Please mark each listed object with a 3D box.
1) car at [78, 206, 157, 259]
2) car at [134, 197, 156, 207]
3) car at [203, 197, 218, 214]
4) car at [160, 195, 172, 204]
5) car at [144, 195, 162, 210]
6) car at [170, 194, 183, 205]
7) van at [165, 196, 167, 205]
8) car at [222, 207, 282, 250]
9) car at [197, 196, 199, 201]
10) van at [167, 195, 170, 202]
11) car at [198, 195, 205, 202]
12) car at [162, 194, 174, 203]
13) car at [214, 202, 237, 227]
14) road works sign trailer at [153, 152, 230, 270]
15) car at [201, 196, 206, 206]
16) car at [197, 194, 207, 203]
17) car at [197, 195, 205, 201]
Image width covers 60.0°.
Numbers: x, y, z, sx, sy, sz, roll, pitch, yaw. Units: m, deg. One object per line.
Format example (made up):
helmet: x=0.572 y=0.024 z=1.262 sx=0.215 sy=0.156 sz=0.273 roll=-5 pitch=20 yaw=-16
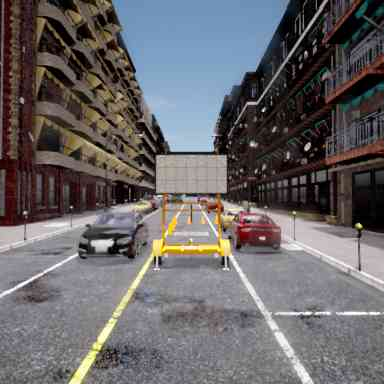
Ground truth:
car: x=-2.771 y=1.505 z=12.606 sx=2.128 sy=1.511 sz=4.902 roll=0 pitch=0 yaw=0
car: x=-5.356 y=1.588 z=36.354 sx=1.752 sy=1.417 sz=4.829 roll=2 pitch=0 yaw=0
car: x=2.524 y=1.608 z=36.474 sx=1.887 sy=1.381 sz=4.507 roll=1 pitch=0 yaw=0
car: x=-5.408 y=1.492 z=69.707 sx=2.192 sy=1.841 sz=5.009 roll=1 pitch=0 yaw=0
car: x=-5.360 y=1.392 z=42.056 sx=2.192 sy=1.841 sz=5.009 roll=2 pitch=0 yaw=0
car: x=-2.855 y=1.370 z=63.043 sx=2.150 sy=2.045 sz=5.566 roll=0 pitch=0 yaw=0
van: x=-5.380 y=1.452 z=53.114 sx=1.690 sy=1.788 sz=3.998 roll=2 pitch=0 yaw=0
car: x=2.562 y=1.561 z=14.352 sx=1.887 sy=1.381 sz=4.507 roll=1 pitch=0 yaw=0
car: x=2.476 y=1.697 z=64.127 sx=1.887 sy=1.381 sz=4.507 roll=1 pitch=0 yaw=0
van: x=-5.390 y=1.472 z=58.646 sx=1.690 sy=1.788 sz=3.998 roll=1 pitch=0 yaw=0
car: x=2.486 y=1.676 z=58.598 sx=1.887 sy=1.381 sz=4.507 roll=1 pitch=0 yaw=0
car: x=-5.418 y=1.516 z=75.237 sx=2.192 sy=1.841 sz=5.009 roll=1 pitch=0 yaw=0
car: x=2.553 y=1.551 z=20.054 sx=1.752 sy=1.417 sz=4.829 roll=1 pitch=0 yaw=0
road works sign trailer: x=-0.018 y=0.475 z=11.014 sx=2.380 sy=3.560 sz=2.880 roll=0 pitch=0 yaw=0
car: x=2.514 y=1.628 z=42.006 sx=2.008 sy=1.369 sz=4.403 roll=1 pitch=0 yaw=0
car: x=2.419 y=1.541 z=80.722 sx=2.192 sy=1.841 sz=5.009 roll=1 pitch=0 yaw=0
car: x=2.396 y=1.723 z=91.784 sx=1.967 sy=1.590 sz=4.097 roll=1 pitch=0 yaw=0
